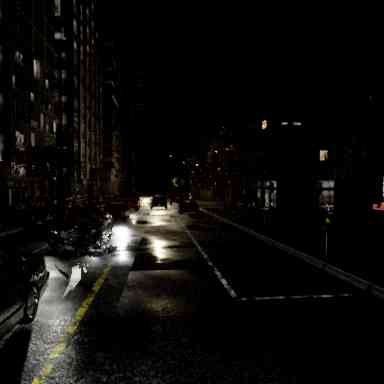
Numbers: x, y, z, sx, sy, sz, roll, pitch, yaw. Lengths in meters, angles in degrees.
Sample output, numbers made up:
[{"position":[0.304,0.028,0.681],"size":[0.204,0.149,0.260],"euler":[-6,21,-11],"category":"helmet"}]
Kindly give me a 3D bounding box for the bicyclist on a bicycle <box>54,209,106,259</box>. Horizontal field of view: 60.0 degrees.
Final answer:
[{"position":[-3.650,1.373,10.832],"size":[1.656,1.620,0.582],"euler":[-2,1,-6],"category":"bicyclist on a bicycle"}]

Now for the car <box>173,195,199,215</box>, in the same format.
[{"position":[-0.400,1.286,30.572],"size":[2.008,1.369,4.403],"euler":[-1,1,-6],"category":"car"}]

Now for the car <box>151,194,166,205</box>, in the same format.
[{"position":[-5.174,1.105,51.125],"size":[2.033,1.411,5.357],"euler":[0,1,-6],"category":"car"}]

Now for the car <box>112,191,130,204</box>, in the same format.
[{"position":[-11.149,0.871,52.446],"size":[2.192,1.841,5.009],"euler":[-1,1,-6],"category":"car"}]

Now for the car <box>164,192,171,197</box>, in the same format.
[{"position":[-6.873,0.773,91.844],"size":[1.802,1.307,4.206],"euler":[-1,1,-6],"category":"car"}]

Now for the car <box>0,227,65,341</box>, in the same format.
[{"position":[-3.436,1.525,4.214],"size":[2.033,1.411,5.357],"euler":[0,1,-6],"category":"car"}]

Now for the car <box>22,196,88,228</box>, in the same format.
[{"position":[-7.692,1.170,18.688],"size":[2.192,1.841,5.009],"euler":[-1,1,-6],"category":"car"}]

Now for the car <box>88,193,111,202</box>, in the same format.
[{"position":[-8.761,1.198,29.707],"size":[1.967,1.590,4.097],"euler":[-1,1,-6],"category":"car"}]

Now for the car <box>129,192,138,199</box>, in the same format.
[{"position":[-14.031,0.839,79.800],"size":[1.752,1.417,4.829],"euler":[-1,1,-6],"category":"car"}]

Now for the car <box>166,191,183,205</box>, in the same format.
[{"position":[-2.234,0.897,47.811],"size":[2.192,1.841,5.009],"euler":[-1,1,-6],"category":"car"}]

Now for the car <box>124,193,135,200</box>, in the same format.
[{"position":[-12.887,0.954,68.961],"size":[1.887,1.381,4.507],"euler":[-1,1,-6],"category":"car"}]

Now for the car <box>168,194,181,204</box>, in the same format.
[{"position":[-2.829,1.057,53.486],"size":[1.752,1.417,4.829],"euler":[-1,1,-6],"category":"car"}]

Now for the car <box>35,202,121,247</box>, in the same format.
[{"position":[-4.468,1.384,13.931],"size":[2.128,1.511,4.902],"euler":[0,1,-6],"category":"car"}]

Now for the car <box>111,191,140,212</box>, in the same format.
[{"position":[-6.569,0.934,34.351],"size":[2.150,2.045,5.566],"euler":[0,1,-5],"category":"car"}]

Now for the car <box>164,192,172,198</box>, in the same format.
[{"position":[-6.293,0.806,86.340],"size":[1.947,1.339,4.313],"euler":[-1,1,-6],"category":"car"}]

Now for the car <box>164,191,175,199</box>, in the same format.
[{"position":[-5.137,0.653,75.331],"size":[2.192,1.841,5.009],"euler":[-1,1,-6],"category":"car"}]

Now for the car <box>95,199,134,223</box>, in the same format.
[{"position":[-5.516,1.405,23.936],"size":[1.895,1.301,4.718],"euler":[0,1,-6],"category":"car"}]

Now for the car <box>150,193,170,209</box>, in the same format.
[{"position":[-3.849,1.194,38.666],"size":[1.812,1.442,4.674],"euler":[0,1,-6],"category":"car"}]
